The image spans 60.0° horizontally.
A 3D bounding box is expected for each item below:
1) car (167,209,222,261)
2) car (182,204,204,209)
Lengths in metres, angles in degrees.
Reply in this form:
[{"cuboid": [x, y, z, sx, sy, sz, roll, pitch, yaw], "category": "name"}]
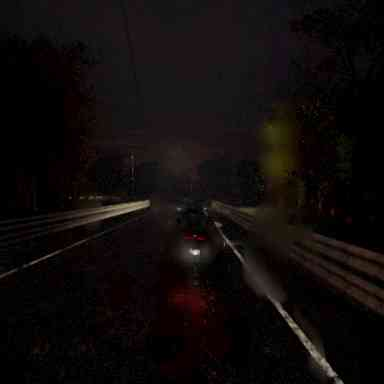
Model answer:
[{"cuboid": [0.092, 1.615, 12.691, 1.837, 1.490, 4.892, 0, 0, 0], "category": "car"}, {"cuboid": [0.084, 1.781, 30.311, 1.812, 1.442, 4.674, 0, 0, 0], "category": "car"}]
